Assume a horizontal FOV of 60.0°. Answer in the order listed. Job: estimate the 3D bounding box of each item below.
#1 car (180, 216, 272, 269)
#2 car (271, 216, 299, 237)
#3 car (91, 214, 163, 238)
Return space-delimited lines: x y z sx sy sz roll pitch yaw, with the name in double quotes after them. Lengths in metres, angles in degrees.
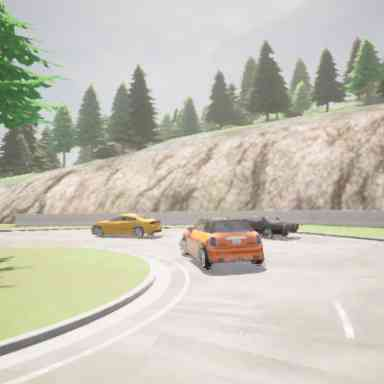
0.971 1.722 12.934 2.097 1.767 4.553 -1 -2 -13 "car"
4.218 2.147 21.064 1.895 1.301 4.718 0 -2 -41 "car"
-4.449 2.231 22.531 5.008 1.535 1.882 -2 -3 20 "car"
